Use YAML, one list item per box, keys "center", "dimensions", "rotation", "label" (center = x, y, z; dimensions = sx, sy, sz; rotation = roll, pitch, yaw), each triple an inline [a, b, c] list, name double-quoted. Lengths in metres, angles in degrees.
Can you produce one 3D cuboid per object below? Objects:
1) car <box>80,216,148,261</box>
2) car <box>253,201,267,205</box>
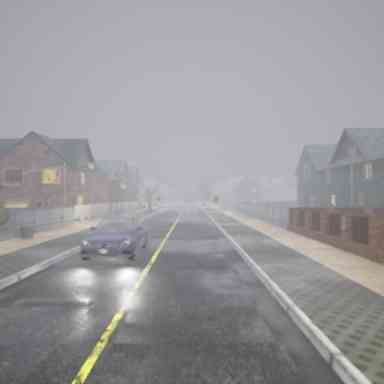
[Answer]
- center: [-2.858, 1.691, 13.080]
  dimensions: [1.812, 1.442, 4.674]
  rotation: [0, -1, 0]
  label: "car"
- center: [11.348, 2.154, 52.789]
  dimensions: [4.181, 1.385, 1.994]
  rotation: [-1, 0, 0]
  label: "car"
